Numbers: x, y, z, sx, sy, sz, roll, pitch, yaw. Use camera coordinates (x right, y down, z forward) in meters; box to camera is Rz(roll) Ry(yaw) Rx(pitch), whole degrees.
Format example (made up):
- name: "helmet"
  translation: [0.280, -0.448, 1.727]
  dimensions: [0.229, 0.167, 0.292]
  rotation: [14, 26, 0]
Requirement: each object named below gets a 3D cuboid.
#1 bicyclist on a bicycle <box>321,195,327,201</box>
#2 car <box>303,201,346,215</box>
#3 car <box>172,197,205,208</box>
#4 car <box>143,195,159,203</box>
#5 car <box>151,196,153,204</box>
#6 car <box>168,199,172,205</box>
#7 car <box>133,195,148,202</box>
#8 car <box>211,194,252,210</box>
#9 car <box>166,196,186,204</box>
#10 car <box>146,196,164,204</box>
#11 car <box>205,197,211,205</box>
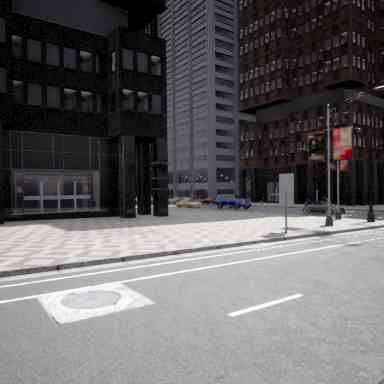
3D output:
- name: "bicyclist on a bicycle"
  translation: [17.416, 1.252, 43.805]
  dimensions: [1.656, 1.620, 0.582]
  rotation: [-1, 1, -36]
- name: "car"
  translation: [13.533, 1.626, 34.237]
  dimensions: [1.994, 1.385, 4.181]
  rotation: [-1, 0, -36]
- name: "car"
  translation: [-0.547, 1.699, 49.349]
  dimensions: [1.752, 1.417, 4.829]
  rotation: [-1, 1, -36]
- name: "car"
  translation: [-9.478, 1.594, 76.508]
  dimensions: [1.967, 1.590, 4.097]
  rotation: [-1, 1, -36]
- name: "car"
  translation: [-5.587, 1.745, 61.135]
  dimensions: [1.994, 1.385, 4.181]
  rotation: [-1, 0, -35]
- name: "car"
  translation: [-1.570, 1.672, 60.752]
  dimensions: [2.033, 1.411, 5.357]
  rotation: [-1, 0, -35]
- name: "car"
  translation: [-12.632, 1.617, 80.922]
  dimensions: [1.967, 1.590, 4.097]
  rotation: [-1, 1, -36]
- name: "car"
  translation: [5.583, 1.333, 45.350]
  dimensions: [2.150, 2.045, 5.566]
  rotation: [-1, 0, -35]
- name: "car"
  translation: [-3.267, 1.636, 67.819]
  dimensions: [1.752, 1.417, 4.829]
  rotation: [-1, 1, -36]
- name: "car"
  translation: [-7.764, 1.652, 69.366]
  dimensions: [1.812, 1.442, 4.674]
  rotation: [-1, 0, -36]
- name: "car"
  translation: [3.139, 1.612, 58.853]
  dimensions: [1.887, 1.381, 4.507]
  rotation: [-1, 1, -36]
